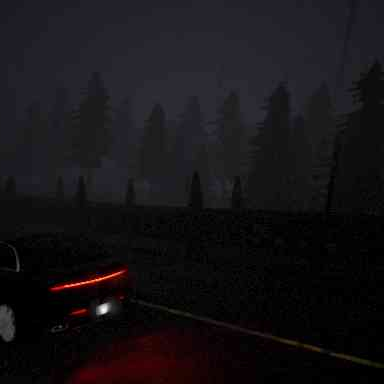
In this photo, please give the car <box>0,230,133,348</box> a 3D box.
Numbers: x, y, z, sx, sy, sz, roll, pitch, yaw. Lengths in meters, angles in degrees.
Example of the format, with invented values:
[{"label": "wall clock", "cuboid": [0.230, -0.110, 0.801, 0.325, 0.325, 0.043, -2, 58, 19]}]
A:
[{"label": "car", "cuboid": [-3.274, 1.502, 6.329, 4.892, 1.490, 1.837, -1, 0, 36]}]
